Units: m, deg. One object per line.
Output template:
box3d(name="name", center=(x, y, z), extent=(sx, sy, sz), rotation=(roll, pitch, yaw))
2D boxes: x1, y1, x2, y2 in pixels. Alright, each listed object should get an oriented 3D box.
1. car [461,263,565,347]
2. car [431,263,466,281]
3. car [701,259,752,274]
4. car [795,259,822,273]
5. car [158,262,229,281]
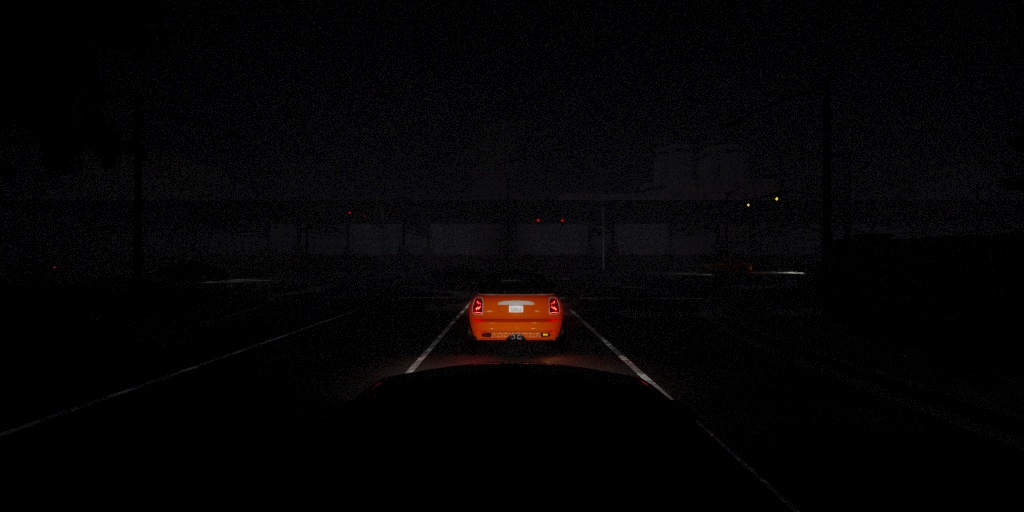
box3d(name="car", center=(0.083, 1.103, 9.471), extent=(2.097, 1.767, 4.553), rotation=(0, 0, 0))
box3d(name="car", center=(-3.788, 1.289, 28.980), extent=(5.357, 1.411, 2.033), rotation=(0, 0, 1))
box3d(name="car", center=(23.227, 1.098, 39.000), extent=(5.008, 1.535, 1.882), rotation=(-1, 0, 1))
box3d(name="car", center=(33.137, 1.065, 38.746), extent=(4.181, 1.385, 1.994), rotation=(-1, 0, 1))
box3d(name="car", center=(-26.152, 1.228, 29.557), extent=(5.008, 1.535, 1.882), rotation=(0, 0, 2))
